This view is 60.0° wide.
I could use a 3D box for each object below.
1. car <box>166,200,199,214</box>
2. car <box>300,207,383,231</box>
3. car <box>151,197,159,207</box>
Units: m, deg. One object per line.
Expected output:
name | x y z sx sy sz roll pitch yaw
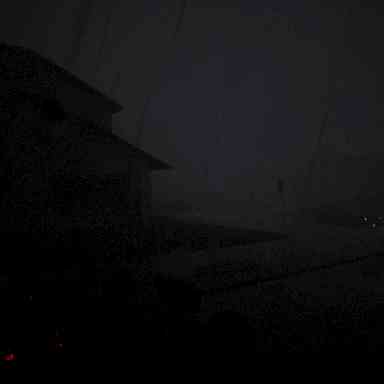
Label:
car | -1.033 1.564 35.563 1.994 1.385 4.181 0 0 -35
car | 9.233 1.601 20.834 1.895 1.301 4.718 0 0 -32
car | -6.751 1.526 50.831 1.812 1.442 4.674 0 0 -36
